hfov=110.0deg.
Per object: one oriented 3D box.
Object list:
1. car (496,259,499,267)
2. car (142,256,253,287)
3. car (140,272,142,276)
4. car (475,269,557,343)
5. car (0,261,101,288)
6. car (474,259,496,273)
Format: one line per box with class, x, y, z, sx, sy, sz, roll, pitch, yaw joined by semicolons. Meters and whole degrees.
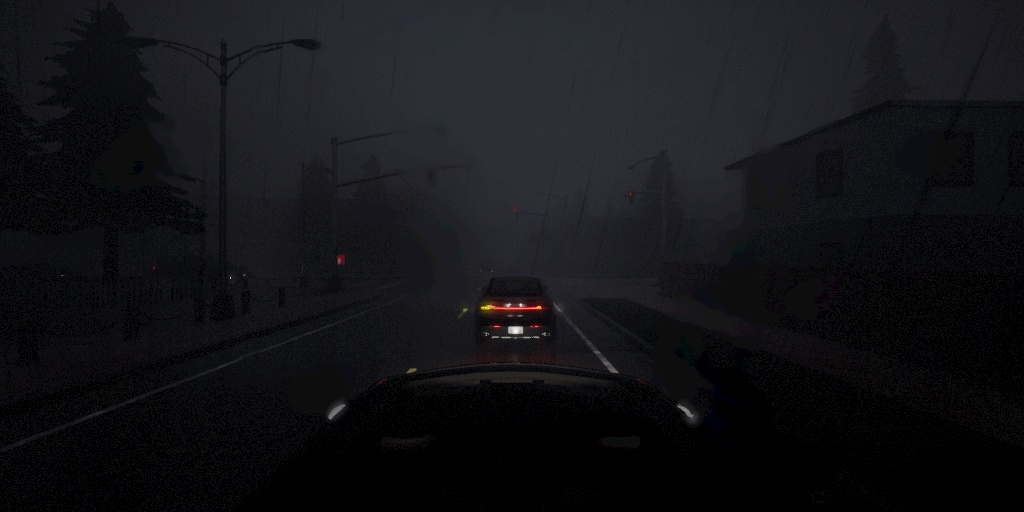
car;-3.472;1.241;54.595;2.128;1.511;4.902;0;0;0
car;-20.664;0.987;24.009;5.566;2.045;2.150;0;0;-1
car;-25.658;1.269;27.550;4.892;1.490;1.837;0;0;-1
car;0.093;1.255;9.698;1.837;1.490;4.892;0;0;0
car;-31.102;1.257;23.733;4.902;1.511;2.128;0;0;-1
car;-3.503;1.297;44.414;2.033;1.411;5.357;0;0;0
